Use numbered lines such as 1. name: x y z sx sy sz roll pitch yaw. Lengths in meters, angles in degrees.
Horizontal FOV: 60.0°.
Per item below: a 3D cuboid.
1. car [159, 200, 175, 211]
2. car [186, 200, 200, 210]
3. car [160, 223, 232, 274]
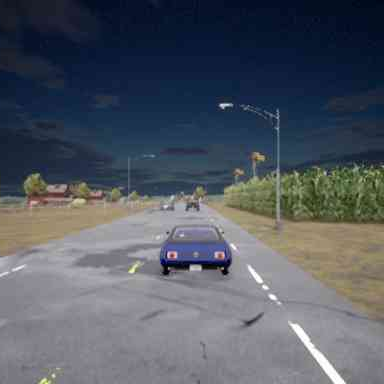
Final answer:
1. car: -3.507 1.889 47.333 2.128 1.511 4.902 0 -1 1
2. car: 0.116 1.932 49.731 1.837 1.490 4.892 0 -1 0
3. car: 0.102 1.662 10.719 1.895 1.301 4.718 0 0 0
